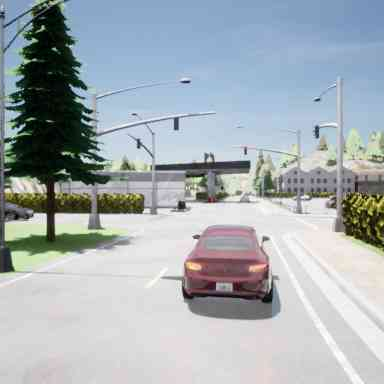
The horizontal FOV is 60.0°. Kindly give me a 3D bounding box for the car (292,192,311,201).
[{"bbox_3d":[25.973,1.059,79.012,3.866,1.878,1.905,0,0,9],"label":"car"}]

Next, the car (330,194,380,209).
[{"bbox_3d":[19.053,1.331,38.882,4.514,1.523,2.007,0,0,9],"label":"car"}]

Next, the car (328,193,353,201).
[{"bbox_3d":[33.225,1.081,74.526,4.605,1.855,1.932,0,0,9],"label":"car"}]

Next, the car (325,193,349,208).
[{"bbox_3d":[19.495,1.321,41.988,5.027,1.636,2.152,0,0,9],"label":"car"}]

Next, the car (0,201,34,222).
[{"bbox_3d":[-14.832,1.487,25.985,4.902,1.511,2.128,0,0,9],"label":"car"}]

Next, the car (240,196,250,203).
[{"bbox_3d":[10.796,1.511,68.022,1.812,1.442,4.674,0,0,10],"label":"car"}]

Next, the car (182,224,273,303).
[{"bbox_3d":[0.932,1.524,8.188,1.812,1.442,4.674,0,0,9],"label":"car"}]

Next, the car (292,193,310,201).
[{"bbox_3d":[24.846,1.344,75.825,3.806,1.475,1.970,0,0,9],"label":"car"}]
